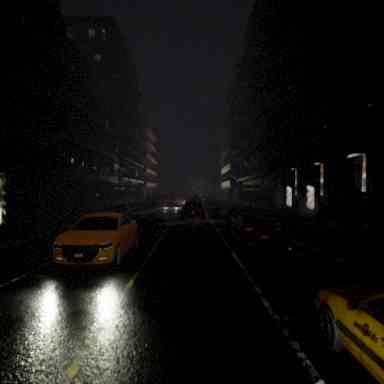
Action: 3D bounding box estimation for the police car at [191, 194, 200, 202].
[{"bbox_3d":[0.752,1.400,78.438,1.930,1.638,5.238,0,0,-2],"label":"police car"}]

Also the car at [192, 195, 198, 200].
[{"bbox_3d":[0.777,1.527,94.343,1.812,1.442,4.674,0,0,0],"label":"car"}]

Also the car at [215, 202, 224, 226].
[{"bbox_3d":[2.678,1.523,20.103,1.887,1.381,4.507,0,0,0],"label":"car"}]

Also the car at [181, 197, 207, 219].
[{"bbox_3d":[0.081,1.451,28.800,1.882,1.535,5.008,0,0,0],"label":"car"}]

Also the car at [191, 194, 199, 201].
[{"bbox_3d":[0.845,1.342,88.318,2.097,1.767,4.553,0,0,0],"label":"car"}]

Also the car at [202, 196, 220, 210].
[{"bbox_3d":[2.664,1.516,42.753,2.008,1.369,4.403,0,0,0],"label":"car"}]

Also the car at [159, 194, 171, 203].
[{"bbox_3d":[-5.736,1.280,71.078,2.192,1.841,5.009,0,0,0],"label":"car"}]

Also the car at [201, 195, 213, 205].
[{"bbox_3d":[2.653,1.399,59.738,1.967,1.590,4.097,0,0,0],"label":"car"}]

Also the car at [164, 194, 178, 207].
[{"bbox_3d":[-3.111,1.440,49.937,1.882,1.535,5.008,0,0,0],"label":"car"}]

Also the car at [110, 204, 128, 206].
[{"bbox_3d":[-5.706,1.557,25.781,1.802,1.307,4.206,0,0,0],"label":"car"}]

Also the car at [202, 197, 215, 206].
[{"bbox_3d":[2.657,1.504,54.078,1.887,1.381,4.507,0,0,0],"label":"car"}]

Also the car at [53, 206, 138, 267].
[{"bbox_3d":[-3.098,1.462,11.582,1.882,1.535,5.008,0,0,0],"label":"car"}]

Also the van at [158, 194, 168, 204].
[{"bbox_3d":[-5.731,1.300,65.418,1.690,1.788,3.998,0,0,0],"label":"van"}]

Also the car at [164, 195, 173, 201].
[{"bbox_3d":[-5.743,1.526,82.401,1.887,1.381,4.507,0,0,0],"label":"car"}]

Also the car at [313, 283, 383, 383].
[{"bbox_3d":[2.689,1.520,3.289,1.752,1.417,4.829,0,0,0],"label":"car"}]

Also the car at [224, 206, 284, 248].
[{"bbox_3d":[2.682,1.526,14.442,1.887,1.381,4.507,0,0,0],"label":"car"}]

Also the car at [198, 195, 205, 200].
[{"bbox_3d":[2.630,1.545,93.709,1.887,1.381,4.507,0,0,0],"label":"car"}]

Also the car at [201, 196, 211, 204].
[{"bbox_3d":[2.649,1.540,65.402,1.802,1.307,4.206,0,0,0],"label":"car"}]

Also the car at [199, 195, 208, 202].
[{"bbox_3d":[2.641,1.411,76.722,1.967,1.590,4.097,0,0,0],"label":"car"}]

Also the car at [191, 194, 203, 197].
[{"bbox_3d":[0.072,1.457,45.338,2.128,1.511,4.902,0,0,0],"label":"car"}]

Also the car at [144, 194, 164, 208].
[{"bbox_3d":[-5.720,1.278,48.431,2.192,1.841,5.009,0,0,0],"label":"car"}]
